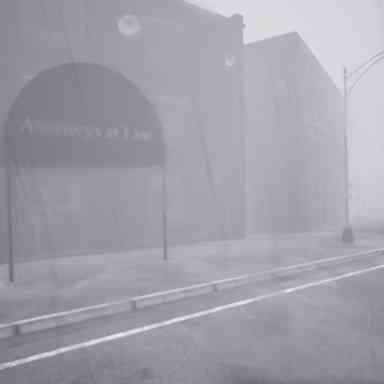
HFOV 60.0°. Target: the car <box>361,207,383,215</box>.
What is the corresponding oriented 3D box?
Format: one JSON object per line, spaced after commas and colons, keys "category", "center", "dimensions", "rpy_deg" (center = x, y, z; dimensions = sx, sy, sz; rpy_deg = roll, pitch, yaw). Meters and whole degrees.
{"category": "car", "center": [32.681, 3.568, 60.652], "dimensions": [2.128, 1.511, 4.902], "rpy_deg": [-1, -3, 0]}
